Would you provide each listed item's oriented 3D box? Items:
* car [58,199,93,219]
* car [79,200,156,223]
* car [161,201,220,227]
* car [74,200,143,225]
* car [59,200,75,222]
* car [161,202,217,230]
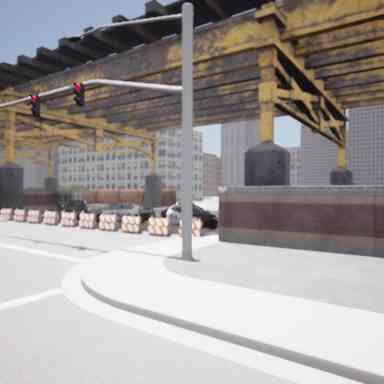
[{"bbox_3d":[-8.802,1.227,25.478,1.853,1.218,4.536,0,0,-11],"label":"car"},{"bbox_3d":[-4.984,1.241,22.760,4.536,1.218,1.853,0,0,-1],"label":"car"},{"bbox_3d":[-0.232,1.258,20.329,1.853,1.218,4.536,0,0,-26],"label":"car"},{"bbox_3d":[-5.036,1.399,22.759,4.974,1.542,2.038,0,0,-1],"label":"car"},{"bbox_3d":[-8.793,1.384,25.428,2.038,1.542,4.974,0,0,-11],"label":"car"},{"bbox_3d":[-0.210,1.416,20.283,2.038,1.542,4.974,0,0,-26],"label":"car"}]
